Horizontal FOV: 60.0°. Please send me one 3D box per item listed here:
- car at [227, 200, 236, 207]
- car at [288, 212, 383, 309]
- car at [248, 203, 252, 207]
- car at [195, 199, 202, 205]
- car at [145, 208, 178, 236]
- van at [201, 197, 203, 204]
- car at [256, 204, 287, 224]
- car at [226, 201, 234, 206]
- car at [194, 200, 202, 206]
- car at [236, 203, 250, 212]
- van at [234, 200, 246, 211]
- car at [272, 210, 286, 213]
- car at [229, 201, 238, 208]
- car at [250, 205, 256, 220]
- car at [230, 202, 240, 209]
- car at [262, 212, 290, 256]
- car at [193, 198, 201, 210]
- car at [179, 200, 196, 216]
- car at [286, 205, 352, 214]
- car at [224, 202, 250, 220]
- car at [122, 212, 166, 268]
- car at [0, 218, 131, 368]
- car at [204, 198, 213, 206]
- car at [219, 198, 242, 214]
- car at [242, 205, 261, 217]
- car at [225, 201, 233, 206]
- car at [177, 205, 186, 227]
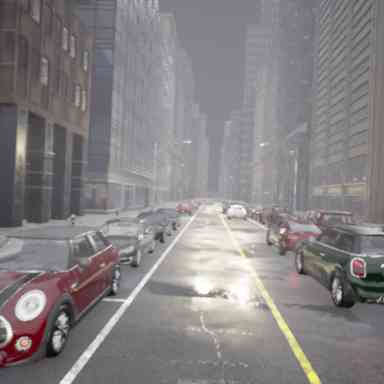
[{"bbox_3d":[9.970,2.909,83.671,1.967,1.590,4.097,2,-1,3],"label":"car"},{"bbox_3d":[4.211,1.640,8.664,2.097,1.767,4.553,2,-1,3],"label":"car"},{"bbox_3d":[7.642,2.250,38.922,1.967,1.590,4.097,2,-1,3],"label":"car"},{"bbox_3d":[1.743,2.706,89.534,1.752,1.417,4.829,2,-1,3],"label":"car"},{"bbox_3d":[-2.033,1.681,16.981,1.947,1.339,4.313,2,-1,3],"label":"car"},{"bbox_3d":[0.886,2.277,72.924,1.690,1.788,3.998,2,-1,3],"label":"van"},{"bbox_3d":[7.065,1.961,27.736,2.192,1.841,5.009,2,-1,3],"label":"car"},{"bbox_3d":[10.266,3.079,89.433,1.752,1.417,4.829,2,-1,3],"label":"car"},{"bbox_3d":[1.460,2.645,84.109,1.887,1.381,4.507,2,-1,3],"label":"car"},{"bbox_3d":[8.509,2.638,55.701,1.802,1.307,4.206,2,-1,3],"label":"car"},{"bbox_3d":[8.810,2.480,61.297,1.690,1.788,3.998,2,-1,3],"label":"van"},{"bbox_3d":[6.763,2.146,22.140,1.802,1.307,4.206,2,-1,3],"label":"car"},{"bbox_3d":[9.675,2.931,78.076,1.887,1.381,4.507,2,-1,3],"label":"car"},{"bbox_3d":[7.346,2.293,33.327,1.947,1.339,4.313,2,-1,3],"label":"car"},{"bbox_3d":[9.384,2.849,72.482,1.887,1.381,4.507,2,-1,3],"label":"car"},{"bbox_3d":[4.517,1.901,14.683,1.812,1.442,4.674,2,-1,3],"label":"car"},{"bbox_3d":[0.009,2.128,56.141,1.967,1.590,4.097,2,-1,3],"label":"car"},{"bbox_3d":[-0.868,1.986,39.357,1.887,1.381,4.507,2,-1,3],"label":"car"},{"bbox_3d":[6.483,1.798,16.549,2.192,1.841,5.009,2,-1,3],"label":"car"},{"bbox_3d":[4.730,2.163,35.291,1.812,1.442,4.674,2,-1,4],"label":"car"},{"bbox_3d":[-2.323,1.585,11.388,2.008,1.369,4.403,2,-1,3],"label":"car"},{"bbox_3d":[-2.610,1.395,5.795,1.967,1.590,4.097,2,-1,3],"label":"car"},{"bbox_3d":[4.337,2.603,86.077,2.097,1.767,4.553,2,-1,3],"label":"car"},{"bbox_3d":[5.254,2.142,45.862,2.097,1.767,4.553,2,-1,3],"label":"car"},{"bbox_3d":[7.928,2.458,44.514,1.947,1.339,4.313,2,-1,3],"label":"car"},{"bbox_3d":[10.546,3.216,94.857,1.802,1.307,4.206,2,-1,3],"label":"car"},{"bbox_3d":[-1.742,1.762,22.575,1.947,1.339,4.313,2,-1,3],"label":"car"}]
